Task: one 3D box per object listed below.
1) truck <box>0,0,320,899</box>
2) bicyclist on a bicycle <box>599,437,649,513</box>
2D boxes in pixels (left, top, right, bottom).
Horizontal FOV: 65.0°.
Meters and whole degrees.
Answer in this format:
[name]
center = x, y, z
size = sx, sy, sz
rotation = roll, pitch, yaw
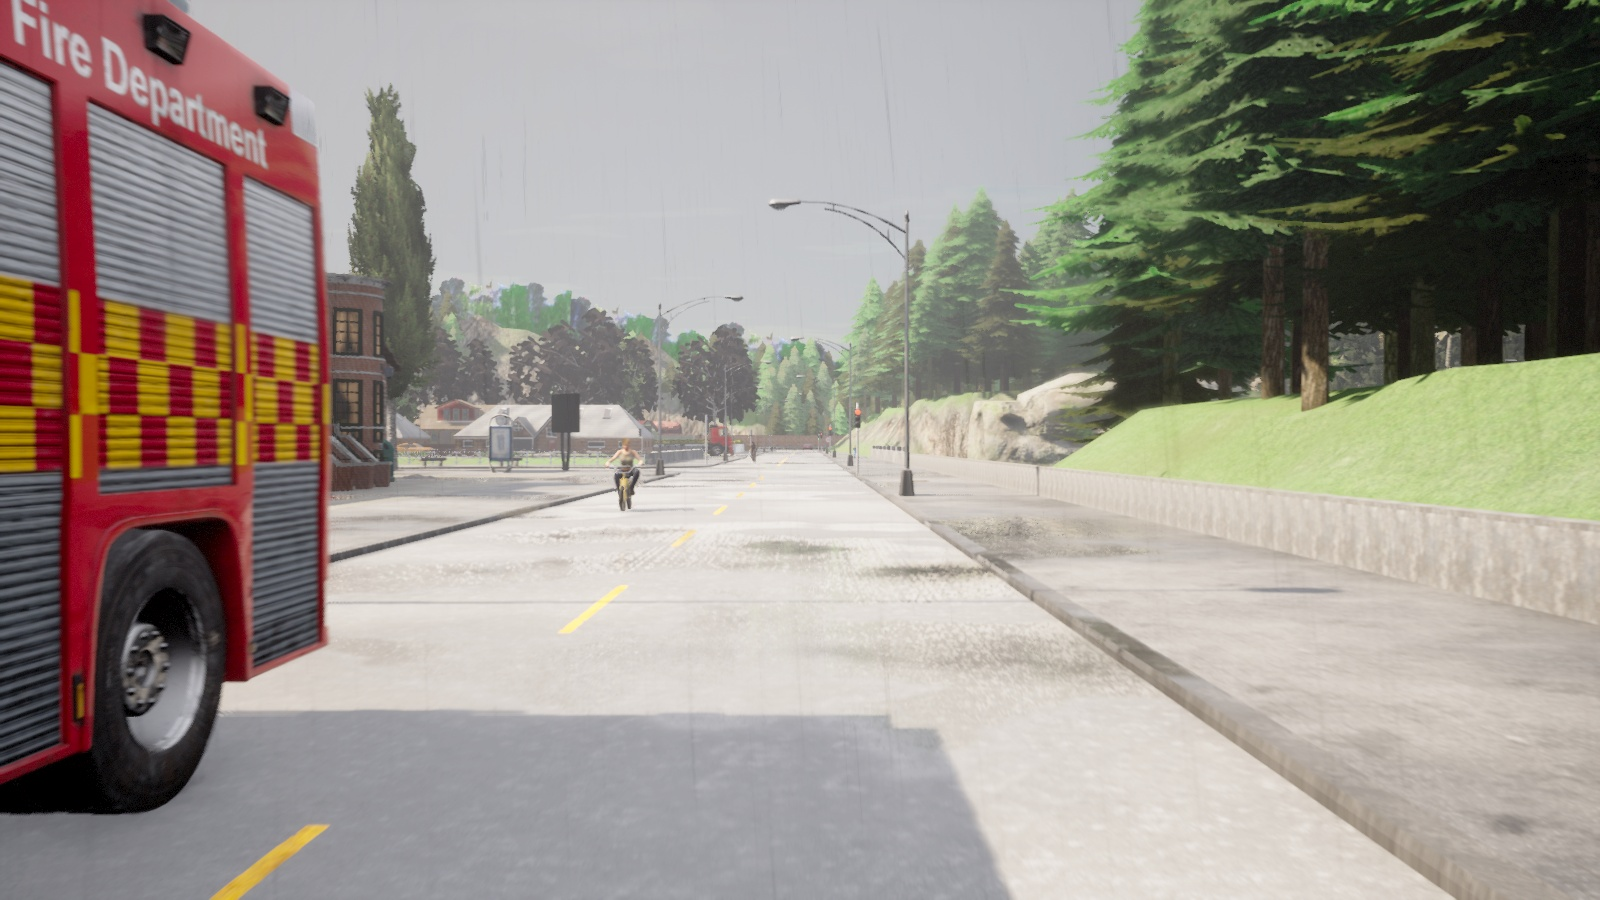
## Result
[truck]
center = -3.971, -0.434, 2.317
size = 2.891, 3.827, 8.468
rotation = 0, 0, 0
[bicyclist on a bicycle]
center = -3.831, 0.525, 27.414
size = 0.866, 1.612, 1.509
rotation = 0, 0, 0
